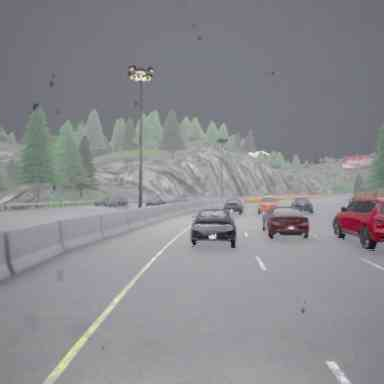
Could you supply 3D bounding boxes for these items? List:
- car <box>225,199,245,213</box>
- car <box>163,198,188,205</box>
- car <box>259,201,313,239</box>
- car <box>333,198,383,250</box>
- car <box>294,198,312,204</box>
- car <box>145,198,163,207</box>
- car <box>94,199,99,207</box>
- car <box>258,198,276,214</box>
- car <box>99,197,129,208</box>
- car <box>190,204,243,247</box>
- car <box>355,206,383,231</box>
[{"bbox_3d":[4.466,1.533,35.036,1.837,1.490,4.892,0,0,13],"label":"car"},{"bbox_3d":[-2.088,1.567,51.033,2.033,1.411,5.357,0,0,19],"label":"car"},{"bbox_3d":[4.855,1.498,17.731,1.882,1.535,5.008,0,0,7],"label":"car"},{"bbox_3d":[7.965,1.248,14.404,2.150,2.045,5.566,0,0,6],"label":"car"},{"bbox_3d":[12.279,1.400,37.331,2.097,1.767,4.553,0,0,15],"label":"car"},{"bbox_3d":[-5.627,1.575,51.360,1.994,1.385,4.181,0,0,18],"label":"car"},{"bbox_3d":[-13.101,1.499,50.948,1.837,1.490,4.892,0,0,18],"label":"car"},{"bbox_3d":[8.322,1.390,36.032,2.097,1.767,4.553,0,0,14],"label":"car"},{"bbox_3d":[-10.649,1.500,46.967,1.837,1.490,4.892,0,0,16],"label":"car"},{"bbox_3d":[1.029,1.501,15.076,2.128,1.511,4.902,0,0,6],"label":"car"},{"bbox_3d":[12.481,1.642,21.812,1.895,1.301,4.718,0,0,9],"label":"car"}]
